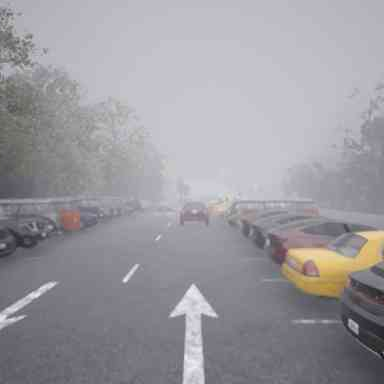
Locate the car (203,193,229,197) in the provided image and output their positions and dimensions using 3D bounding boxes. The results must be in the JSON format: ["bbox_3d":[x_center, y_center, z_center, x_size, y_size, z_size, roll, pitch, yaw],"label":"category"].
[{"bbox_3d":[4.665,1.573,46.013,5.566,2.045,2.435,0,-1,0],"label":"car"}]

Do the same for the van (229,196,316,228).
[{"bbox_3d":[4.480,1.324,18.261,4.442,1.987,1.878,0,0,0],"label":"van"}]

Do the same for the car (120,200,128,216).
[{"bbox_3d":[-8.473,1.670,29.325,4.792,1.488,2.163,0,-1,0],"label":"car"}]

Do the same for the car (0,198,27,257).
[{"bbox_3d":[-8.484,1.287,10.069,5.566,2.045,2.435,0,0,0],"label":"car"}]

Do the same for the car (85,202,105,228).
[{"bbox_3d":[-8.478,1.585,21.148,5.008,1.535,2.097,0,0,0],"label":"car"}]

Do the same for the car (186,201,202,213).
[{"bbox_3d":[0.241,1.869,42.406,1.994,1.385,4.181,0,-1,0],"label":"car"}]

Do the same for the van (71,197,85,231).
[{"bbox_3d":[-8.600,1.347,18.379,4.442,1.987,1.878,0,0,0],"label":"van"}]

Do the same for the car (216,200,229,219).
[{"bbox_3d":[4.632,1.594,26.589,4.892,1.521,2.231,0,-1,0],"label":"car"}]

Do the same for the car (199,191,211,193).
[{"bbox_3d":[4.545,1.401,86.949,4.553,1.767,2.185,0,0,0],"label":"car"}]

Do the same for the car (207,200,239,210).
[{"bbox_3d":[4.742,1.926,51.561,4.792,1.488,2.163,0,-1,0],"label":"car"}]

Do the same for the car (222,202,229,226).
[{"bbox_3d":[4.577,1.591,21.036,4.792,1.488,2.163,0,0,0],"label":"car"}]

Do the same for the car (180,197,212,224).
[{"bbox_3d":[0.182,1.468,25.737,2.097,1.767,4.553,0,0,0],"label":"car"}]

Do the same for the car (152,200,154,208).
[{"bbox_3d":[-8.347,1.913,48.837,4.792,1.488,2.163,0,-1,0],"label":"car"}]

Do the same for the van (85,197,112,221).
[{"bbox_3d":[-8.355,1.373,23.934,4.442,1.987,1.878,0,0,0],"label":"van"}]

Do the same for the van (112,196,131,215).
[{"bbox_3d":[-8.552,1.444,32.099,4.442,1.987,1.878,0,-1,0],"label":"van"}]

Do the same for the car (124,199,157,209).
[{"bbox_3d":[-8.352,1.954,54.254,5.008,1.535,2.097,0,-1,0],"label":"car"}]

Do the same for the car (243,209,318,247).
[{"bbox_3d":[4.607,1.555,12.707,4.792,1.488,2.163,0,0,0],"label":"car"}]

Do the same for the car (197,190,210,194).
[{"bbox_3d":[4.571,1.282,92.521,5.566,2.045,2.435,0,0,0],"label":"car"}]

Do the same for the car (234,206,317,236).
[{"bbox_3d":[4.616,1.567,15.483,4.792,1.488,2.163,0,0,0],"label":"car"}]

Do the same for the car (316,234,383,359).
[{"bbox_3d":[4.542,1.492,4.379,4.892,1.521,2.231,0,0,0],"label":"car"}]

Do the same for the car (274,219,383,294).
[{"bbox_3d":[4.744,1.499,7.154,5.366,1.575,1.946,0,0,0],"label":"car"}]

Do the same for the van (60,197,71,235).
[{"bbox_3d":[-8.376,1.335,15.608,4.442,1.987,1.878,0,0,0],"label":"van"}]

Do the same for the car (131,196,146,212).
[{"bbox_3d":[-8.444,1.489,37.762,5.566,2.045,2.435,0,-1,0],"label":"car"}]

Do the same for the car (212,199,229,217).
[{"bbox_3d":[4.450,1.615,29.357,5.366,1.575,1.946,0,-1,0],"label":"car"}]

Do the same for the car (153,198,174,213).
[{"bbox_3d":[-3.446,1.839,42.503,1.812,1.442,4.674,0,-1,0],"label":"car"}]

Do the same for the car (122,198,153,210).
[{"bbox_3d":[-8.399,1.793,51.484,4.553,1.767,2.185,0,-1,0],"label":"car"}]

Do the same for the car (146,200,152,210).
[{"bbox_3d":[-8.383,1.888,46.067,4.674,1.452,2.002,0,-1,0],"label":"car"}]

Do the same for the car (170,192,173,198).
[{"bbox_3d":[-8.665,1.553,92.515,5.366,1.575,1.946,0,0,0],"label":"car"}]

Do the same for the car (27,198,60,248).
[{"bbox_3d":[-8.474,1.298,12.839,5.566,2.045,2.435,0,0,0],"label":"car"}]

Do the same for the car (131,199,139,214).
[{"bbox_3d":[-8.396,1.734,34.989,4.792,1.488,2.163,0,-1,0],"label":"car"}]

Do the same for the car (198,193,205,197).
[{"bbox_3d":[4.582,1.526,81.379,4.792,1.488,2.163,0,0,0],"label":"car"}]

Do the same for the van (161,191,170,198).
[{"bbox_3d":[-8.402,1.295,81.353,4.442,1.987,1.878,1,0,0],"label":"van"}]

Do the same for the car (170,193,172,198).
[{"bbox_3d":[-8.520,1.587,89.723,4.792,1.488,2.163,0,0,0],"label":"car"}]

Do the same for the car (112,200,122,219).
[{"bbox_3d":[-8.483,1.647,26.685,4.792,1.488,2.163,0,0,0],"label":"car"}]

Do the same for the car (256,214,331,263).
[{"bbox_3d":[4.597,1.544,9.931,4.792,1.488,2.163,0,0,0],"label":"car"}]

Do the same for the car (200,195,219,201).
[{"bbox_3d":[4.594,1.535,89.728,5.008,1.535,2.097,0,0,0],"label":"car"}]

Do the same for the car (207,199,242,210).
[{"bbox_3d":[4.698,1.860,48.785,5.008,1.535,2.097,0,-1,0],"label":"car"}]
